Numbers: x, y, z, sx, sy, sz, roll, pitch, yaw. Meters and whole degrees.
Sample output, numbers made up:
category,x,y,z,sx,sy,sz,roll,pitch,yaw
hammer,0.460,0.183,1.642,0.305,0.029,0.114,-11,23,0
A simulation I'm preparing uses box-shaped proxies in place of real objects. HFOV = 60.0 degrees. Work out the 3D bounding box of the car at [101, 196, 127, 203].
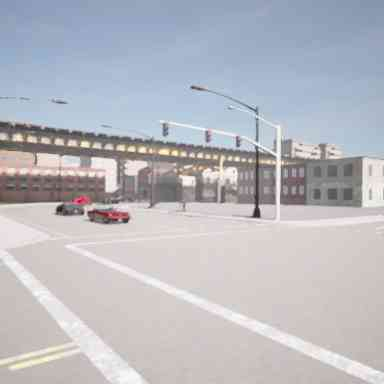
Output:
category,x,y,z,sx,sy,sz,roll,pitch,yaw
car,-16.037,1.811,66.774,2.128,1.511,4.902,0,0,29

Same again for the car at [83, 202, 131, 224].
category,x,y,z,sx,sy,sz,roll,pitch,yaw
car,-6.499,1.721,25.862,1.895,1.301,4.718,1,0,-36

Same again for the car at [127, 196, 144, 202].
category,x,y,z,sx,sy,sz,roll,pitch,yaw
car,-15.281,1.956,93.136,4.974,1.542,2.038,0,0,25

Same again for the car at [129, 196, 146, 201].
category,x,y,z,sx,sy,sz,roll,pitch,yaw
car,-15.327,1.798,93.159,4.536,1.218,1.853,0,0,25

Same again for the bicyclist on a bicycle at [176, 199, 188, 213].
category,x,y,z,sx,sy,sz,roll,pitch,yaw
bicyclist on a bicycle,-1.095,1.551,37.025,1.656,1.620,0.582,1,0,-37

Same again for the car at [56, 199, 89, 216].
category,x,y,z,sx,sy,sz,roll,pitch,yaw
car,-12.442,1.685,33.961,1.994,1.385,4.181,1,0,-36

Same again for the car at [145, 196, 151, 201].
category,x,y,z,sx,sy,sz,roll,pitch,yaw
car,-11.551,1.991,93.200,2.038,1.542,4.974,1,0,-5

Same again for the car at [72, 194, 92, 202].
category,x,y,z,sx,sy,sz,roll,pitch,yaw
car,-18.662,1.439,56.370,2.150,2.045,5.566,1,0,0

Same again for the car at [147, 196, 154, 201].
category,x,y,z,sx,sy,sz,roll,pitch,yaw
car,-11.554,1.834,93.253,1.853,1.218,4.536,1,0,-5
